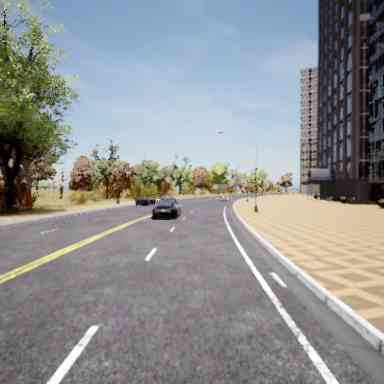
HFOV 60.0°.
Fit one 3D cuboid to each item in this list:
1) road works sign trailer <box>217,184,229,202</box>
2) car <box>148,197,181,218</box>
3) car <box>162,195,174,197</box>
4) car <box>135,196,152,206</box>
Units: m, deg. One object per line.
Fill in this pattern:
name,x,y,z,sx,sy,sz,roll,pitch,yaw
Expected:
road works sign trailer,6.199,0.058,66.359,2.380,3.560,2.880,0,0,11
car,-2.039,1.381,27.591,1.994,1.385,4.181,0,0,5
car,-3.472,1.180,46.890,2.128,1.511,4.902,0,0,8
car,-6.667,1.275,47.577,1.895,1.301,4.718,0,0,8
